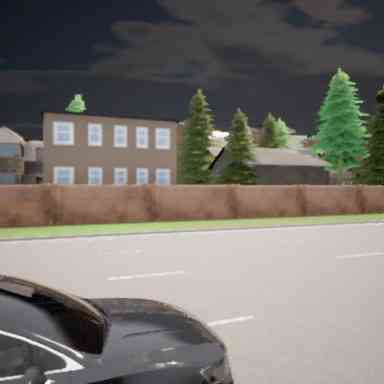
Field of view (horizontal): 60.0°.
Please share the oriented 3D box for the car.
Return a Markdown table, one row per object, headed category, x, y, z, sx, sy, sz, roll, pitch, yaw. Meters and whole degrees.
| category | x | y | z | sx | sy | sz | roll | pitch | yaw |
| --- | --- | --- | --- | --- | --- | --- | --- | --- | --- |
| car | -2.011 | 1.497 | 2.739 | 4.892 | 1.490 | 1.837 | -1 | 0 | -21 |
